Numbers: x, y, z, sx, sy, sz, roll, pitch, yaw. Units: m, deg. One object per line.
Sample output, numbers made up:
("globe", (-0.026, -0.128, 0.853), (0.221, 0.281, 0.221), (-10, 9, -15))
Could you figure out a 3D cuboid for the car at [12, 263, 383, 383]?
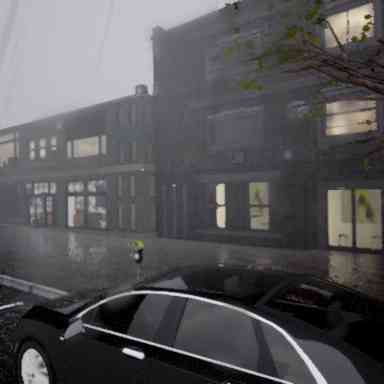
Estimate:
("car", (0.058, 1.524, 3.389), (4.892, 1.490, 1.837), (-1, 0, 35))
